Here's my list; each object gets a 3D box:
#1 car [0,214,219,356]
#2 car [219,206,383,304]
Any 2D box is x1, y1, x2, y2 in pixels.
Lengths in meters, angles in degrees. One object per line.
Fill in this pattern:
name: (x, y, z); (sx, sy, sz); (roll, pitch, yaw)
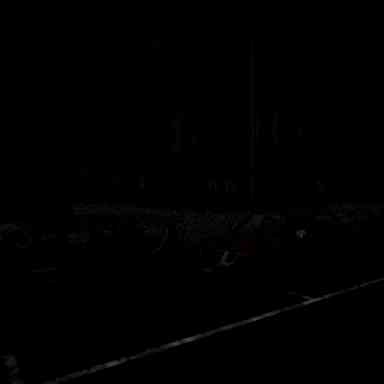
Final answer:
car: (-2.256, 1.316, 5.041); (5.009, 1.841, 2.192); (0, 0, -35)
car: (2.366, 1.321, 8.338); (5.009, 1.841, 2.192); (0, 0, -35)
